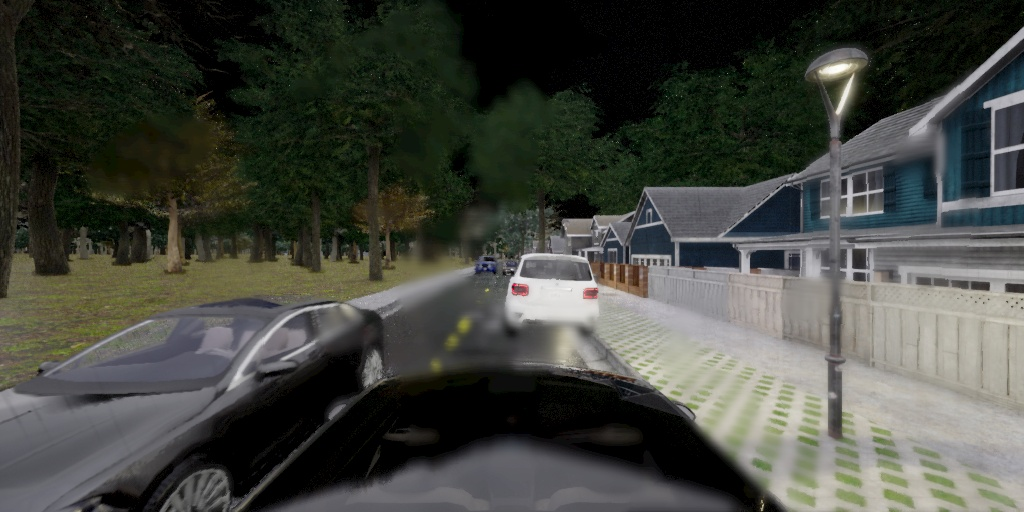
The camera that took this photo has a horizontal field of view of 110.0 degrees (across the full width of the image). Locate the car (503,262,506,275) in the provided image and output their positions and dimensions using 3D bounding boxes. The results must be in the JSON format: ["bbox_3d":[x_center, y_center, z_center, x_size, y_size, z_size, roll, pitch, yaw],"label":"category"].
[{"bbox_3d":[0.014,1.340,38.462,1.994,1.385,4.181,0,0,1],"label":"car"}]

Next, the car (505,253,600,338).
[{"bbox_3d":[0.962,1.011,10.362,2.150,2.045,5.566,3,-1,0],"label":"car"}]

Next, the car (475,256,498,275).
[{"bbox_3d":[-2.770,0.997,39.529,2.150,2.045,5.566,0,0,0],"label":"car"}]

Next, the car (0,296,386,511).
[{"bbox_3d":[-2.851,1.241,3.662,2.128,1.511,4.902,0,0,0],"label":"car"}]
